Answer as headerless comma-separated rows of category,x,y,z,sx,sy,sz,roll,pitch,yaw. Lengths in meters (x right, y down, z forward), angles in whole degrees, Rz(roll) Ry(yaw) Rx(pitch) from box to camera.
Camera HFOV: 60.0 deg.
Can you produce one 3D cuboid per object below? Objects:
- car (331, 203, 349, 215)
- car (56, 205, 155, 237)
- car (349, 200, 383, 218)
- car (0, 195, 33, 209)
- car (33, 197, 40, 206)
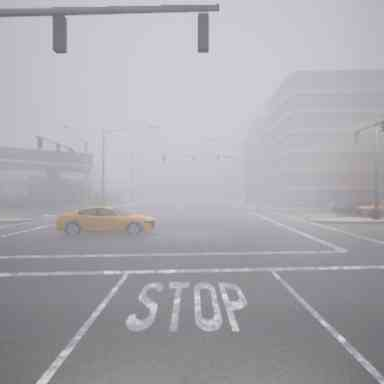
car,16.497,1.510,32.389,5.357,1.411,2.033,0,0,0
car,-4.474,1.467,17.429,5.008,1.535,1.882,0,0,0
car,16.834,1.446,28.888,5.008,1.535,1.882,-1,0,0
car,-23.366,1.248,42.265,4.611,1.667,2.242,0,0,1
car,-24.090,1.403,48.015,3.806,1.475,1.970,0,0,1
